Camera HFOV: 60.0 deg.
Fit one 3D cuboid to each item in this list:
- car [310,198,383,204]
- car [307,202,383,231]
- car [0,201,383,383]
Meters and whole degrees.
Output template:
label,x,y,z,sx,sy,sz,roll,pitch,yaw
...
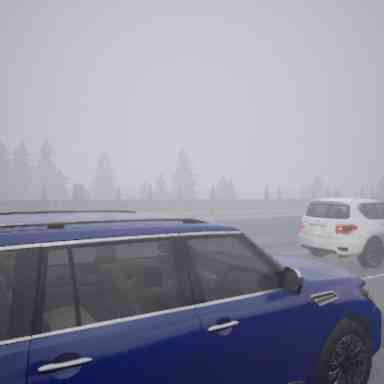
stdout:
label,x,y,z,sx,sy,sz,roll,pitch,yaw
car,6.150,1.210,11.273,5.566,2.045,2.150,0,0,-28
car,9.849,1.468,20.920,5.008,1.535,1.882,0,0,-23
car,-0.432,1.211,3.303,5.566,2.045,2.150,0,0,-34
